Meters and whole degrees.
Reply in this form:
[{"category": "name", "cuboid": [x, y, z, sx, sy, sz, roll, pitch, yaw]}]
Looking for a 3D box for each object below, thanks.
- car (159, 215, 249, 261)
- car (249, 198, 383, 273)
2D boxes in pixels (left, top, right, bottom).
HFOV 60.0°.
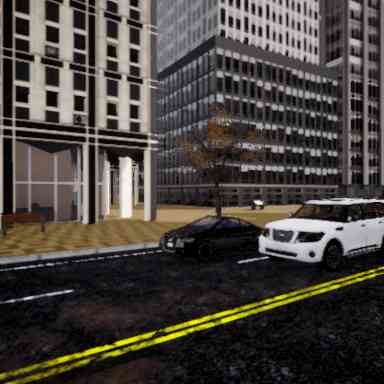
[{"category": "car", "cuboid": [0.883, 1.586, 12.353, 4.181, 1.385, 1.994, 0, 0, -36]}, {"category": "car", "cuboid": [4.758, 1.244, 11.162, 5.566, 2.045, 2.150, 0, 0, -36]}]
